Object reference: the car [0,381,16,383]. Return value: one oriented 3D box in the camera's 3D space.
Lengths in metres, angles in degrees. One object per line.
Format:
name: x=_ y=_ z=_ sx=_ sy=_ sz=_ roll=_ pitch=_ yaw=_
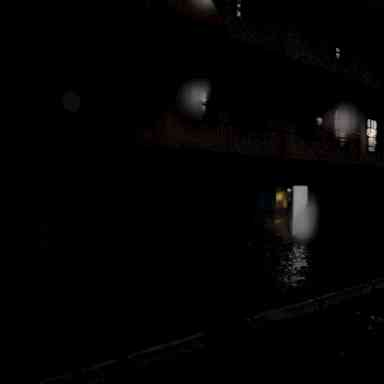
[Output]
car: x=-2.529 y=1.551 z=0.655 sx=4.313 sy=1.339 sz=1.947 roll=0 pitch=0 yaw=-35
